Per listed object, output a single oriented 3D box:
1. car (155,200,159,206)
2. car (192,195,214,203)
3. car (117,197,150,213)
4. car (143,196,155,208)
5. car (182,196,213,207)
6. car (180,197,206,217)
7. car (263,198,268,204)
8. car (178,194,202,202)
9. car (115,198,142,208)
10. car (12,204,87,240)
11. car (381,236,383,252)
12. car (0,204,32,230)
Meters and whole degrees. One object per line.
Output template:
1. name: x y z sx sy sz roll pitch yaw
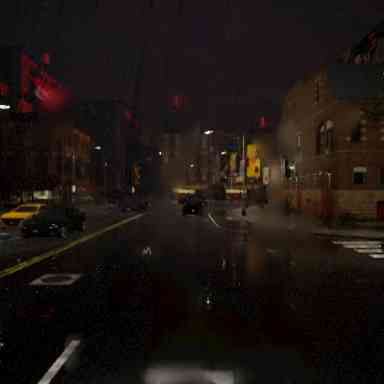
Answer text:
1. car: -7.780 1.767 57.881 1.895 1.301 4.718 0 0 30
2. car: 2.063 1.784 61.394 1.895 1.301 4.718 0 0 35
3. car: -6.595 1.639 38.162 1.812 1.442 4.674 0 0 7
4. car: -7.803 1.498 48.968 2.097 1.767 4.553 0 0 19
5. car: 0.910 1.703 52.061 2.033 1.411 5.357 0 0 25
6. car: 0.178 1.576 32.955 1.882 1.535 5.008 0 0 2
7. car: 17.505 1.751 70.826 5.357 1.411 2.033 0 0 -27
8. car: -0.007 1.409 64.583 2.150 2.045 5.566 0 0 36
9. car: -9.940 1.677 52.573 2.002 1.452 4.674 0 0 20
10. car: -7.105 1.530 17.624 1.882 1.535 5.008 0 0 0
11. car: 8.814 1.385 10.869 4.553 1.767 2.097 0 0 6
12. car: -10.592 1.543 22.025 1.882 1.535 5.008 0 0 0
